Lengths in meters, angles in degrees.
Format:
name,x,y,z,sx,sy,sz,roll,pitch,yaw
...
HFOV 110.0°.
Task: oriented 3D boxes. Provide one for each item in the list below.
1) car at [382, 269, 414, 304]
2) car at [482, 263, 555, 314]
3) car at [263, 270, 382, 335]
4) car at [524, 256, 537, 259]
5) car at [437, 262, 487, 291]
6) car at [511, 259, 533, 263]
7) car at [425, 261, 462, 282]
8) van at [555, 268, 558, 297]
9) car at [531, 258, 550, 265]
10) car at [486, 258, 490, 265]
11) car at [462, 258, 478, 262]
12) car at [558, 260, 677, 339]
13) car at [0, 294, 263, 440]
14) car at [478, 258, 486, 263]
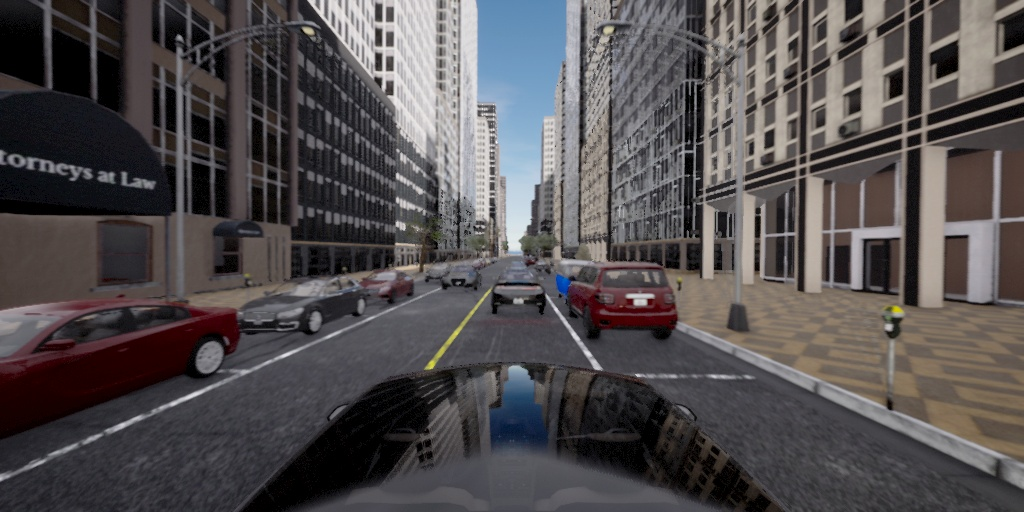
name,x,y,z,sx,sy,sz,roll,pitch,yaw
car,-5.528,1.259,15.832,1.802,1.307,4.207,0,0,1
car,0.239,1.214,13.700,2.128,1.511,4.902,0,0,1
car,-5.608,1.241,10.149,2.007,1.370,4.403,0,0,1
car,3.490,0.946,61.179,2.192,1.841,5.009,0,0,1
car,-2.849,1.247,21.213,1.994,1.385,4.181,0,0,1
car,0.486,1.230,31.144,2.033,1.411,5.357,0,0,1
car,-5.368,1.202,27.198,2.007,1.370,4.403,0,0,1
van,2.852,1.078,15.715,1.690,1.789,3.998,0,0,1
car,3.171,1.235,38.447,2.007,1.370,4.403,0,0,1
car,-4.969,1.025,55.613,1.967,1.591,4.097,0,0,1
car,-5.208,1.175,38.564,2.007,1.370,4.403,0,0,1
car,2.772,1.065,10.032,2.192,1.841,5.009,0,0,1
car,-5.687,1.248,4.466,1.888,1.381,4.507,0,0,1
car,-5.049,1.180,49.930,1.802,1.307,4.207,0,0,1
